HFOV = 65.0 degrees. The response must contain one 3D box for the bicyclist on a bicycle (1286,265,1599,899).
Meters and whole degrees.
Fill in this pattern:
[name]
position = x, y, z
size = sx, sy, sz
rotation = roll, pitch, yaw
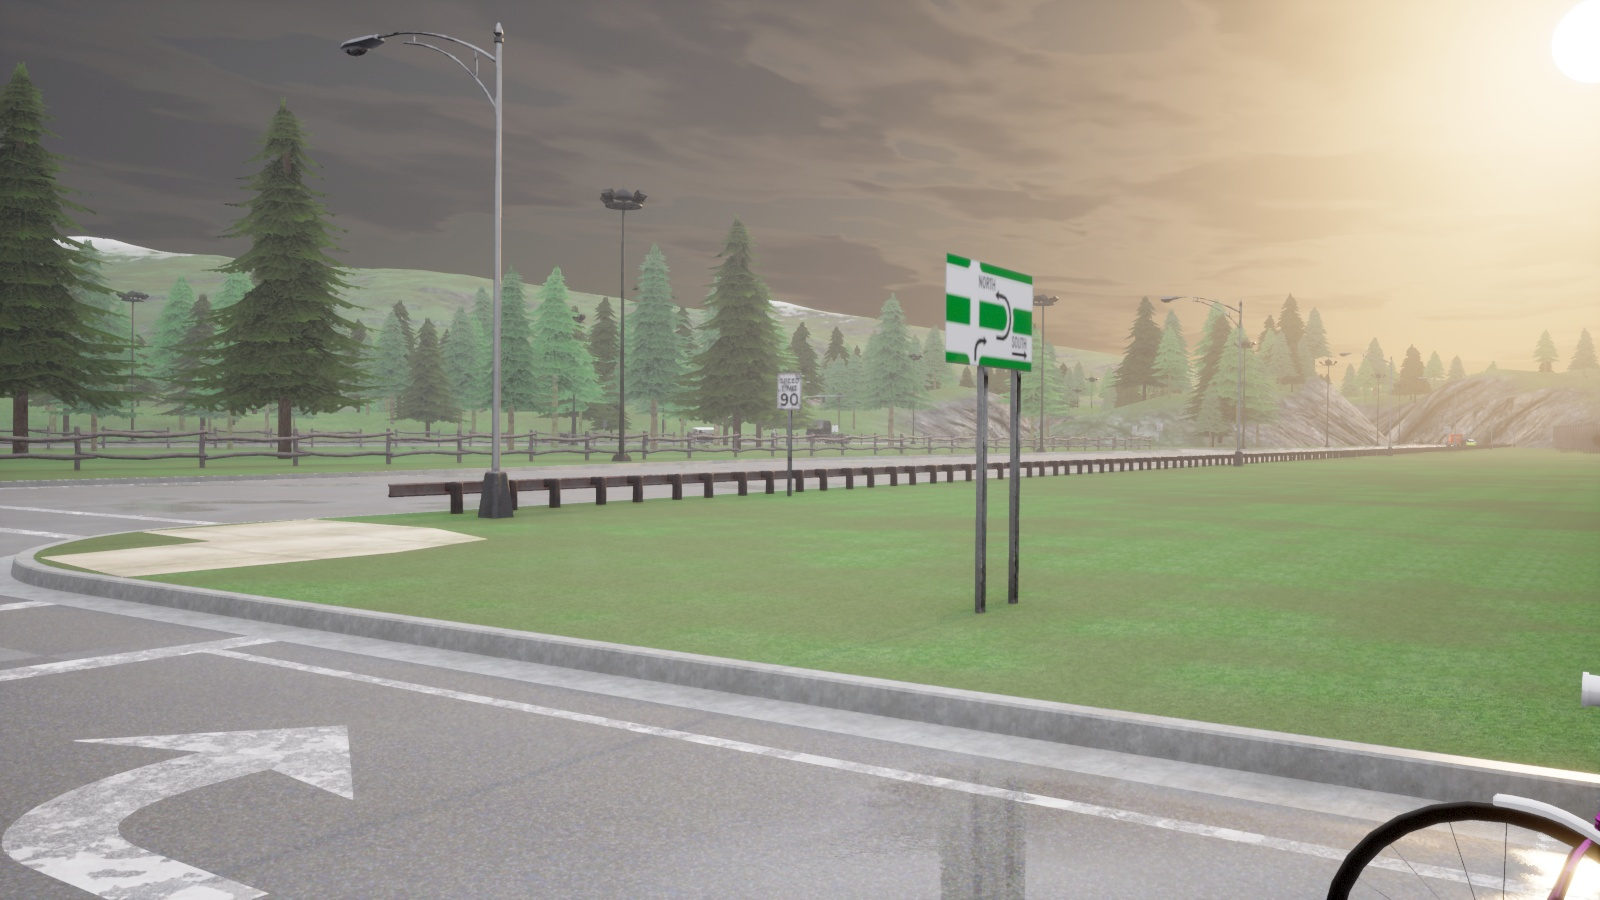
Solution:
[bicyclist on a bicycle]
position = 1.943, 0.552, 2.330
size = 1.843, 1.776, 0.659
rotation = 0, 1, 34
